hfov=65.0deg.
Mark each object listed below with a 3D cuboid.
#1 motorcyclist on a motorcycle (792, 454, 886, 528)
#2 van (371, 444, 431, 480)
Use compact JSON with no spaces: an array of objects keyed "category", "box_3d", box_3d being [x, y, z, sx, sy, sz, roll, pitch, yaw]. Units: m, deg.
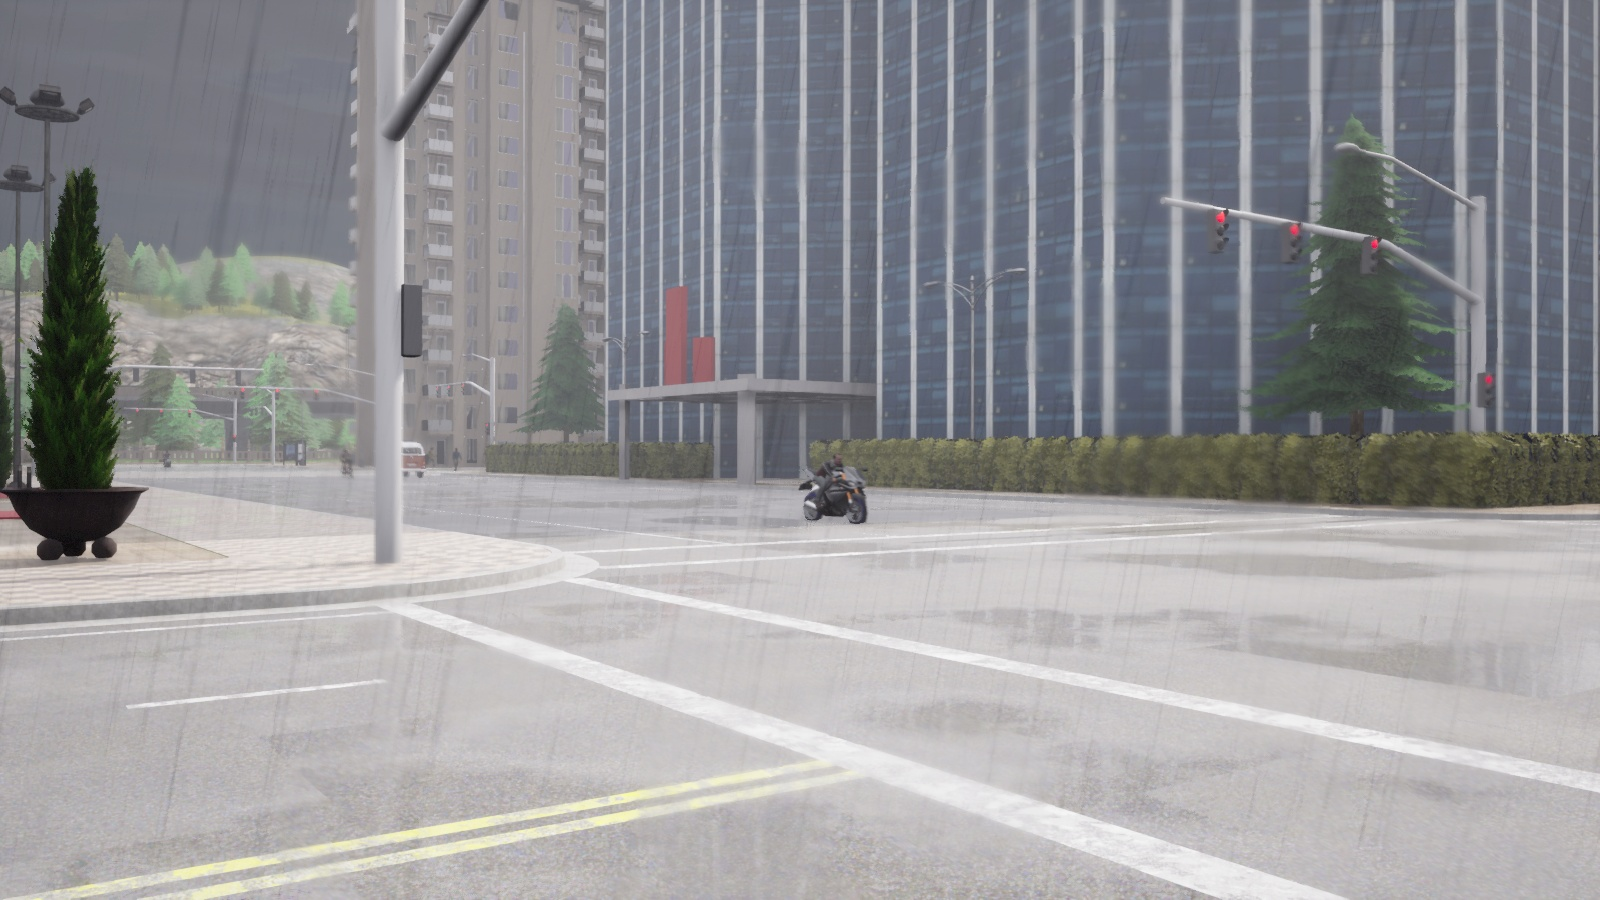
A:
[{"category":"motorcyclist on a motorcycle","box_3d":[0.803,0.844,26.899,0.866,1.530,2.191,0,0,-35]},{"category":"van","box_3d":[-23.235,0.696,73.072,2.069,2.038,4.480,0,0,-35]}]
